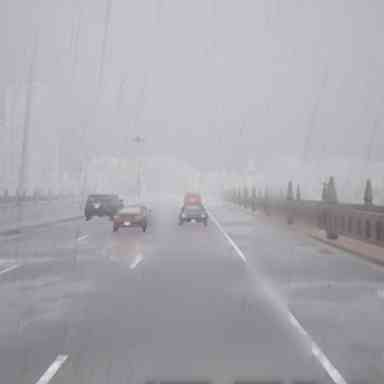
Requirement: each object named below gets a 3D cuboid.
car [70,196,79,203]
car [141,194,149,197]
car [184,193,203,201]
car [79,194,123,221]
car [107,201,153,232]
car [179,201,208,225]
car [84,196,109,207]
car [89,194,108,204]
[{"bbox_3d":[-20.598,1.430,60.939,1.895,1.301,4.718,0,0,2],"label":"car"},{"bbox_3d":[-12.736,1.234,90.655,1.837,1.490,4.892,0,0,2],"label":"car"},{"bbox_3d":[0.125,1.105,41.666,2.150,2.045,5.566,0,0,1],"label":"car"},{"bbox_3d":[-6.912,1.147,26.812,2.150,2.045,5.566,0,0,0],"label":"car"},{"bbox_3d":[-3.408,1.470,19.772,1.812,1.442,4.674,0,0,0],"label":"car"},{"bbox_3d":[0.090,1.536,23.343,1.895,1.301,4.718,0,0,0],"label":"car"},{"bbox_3d":[-13.961,1.410,49.158,2.033,1.411,5.357,0,0,2],"label":"car"},{"bbox_3d":[-17.104,1.182,61.020,2.097,1.767,4.553,0,0,2],"label":"car"}]
